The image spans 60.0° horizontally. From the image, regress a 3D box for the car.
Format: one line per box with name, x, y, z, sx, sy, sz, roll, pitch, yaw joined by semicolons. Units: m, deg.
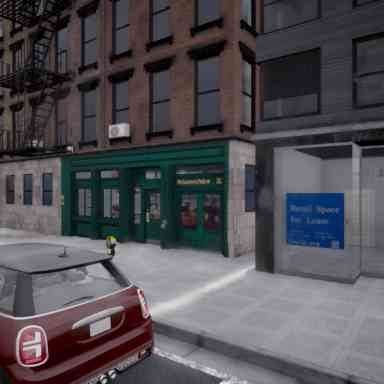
car;-2.539;1.440;4.632;4.097;1.590;1.967;0;0;36
